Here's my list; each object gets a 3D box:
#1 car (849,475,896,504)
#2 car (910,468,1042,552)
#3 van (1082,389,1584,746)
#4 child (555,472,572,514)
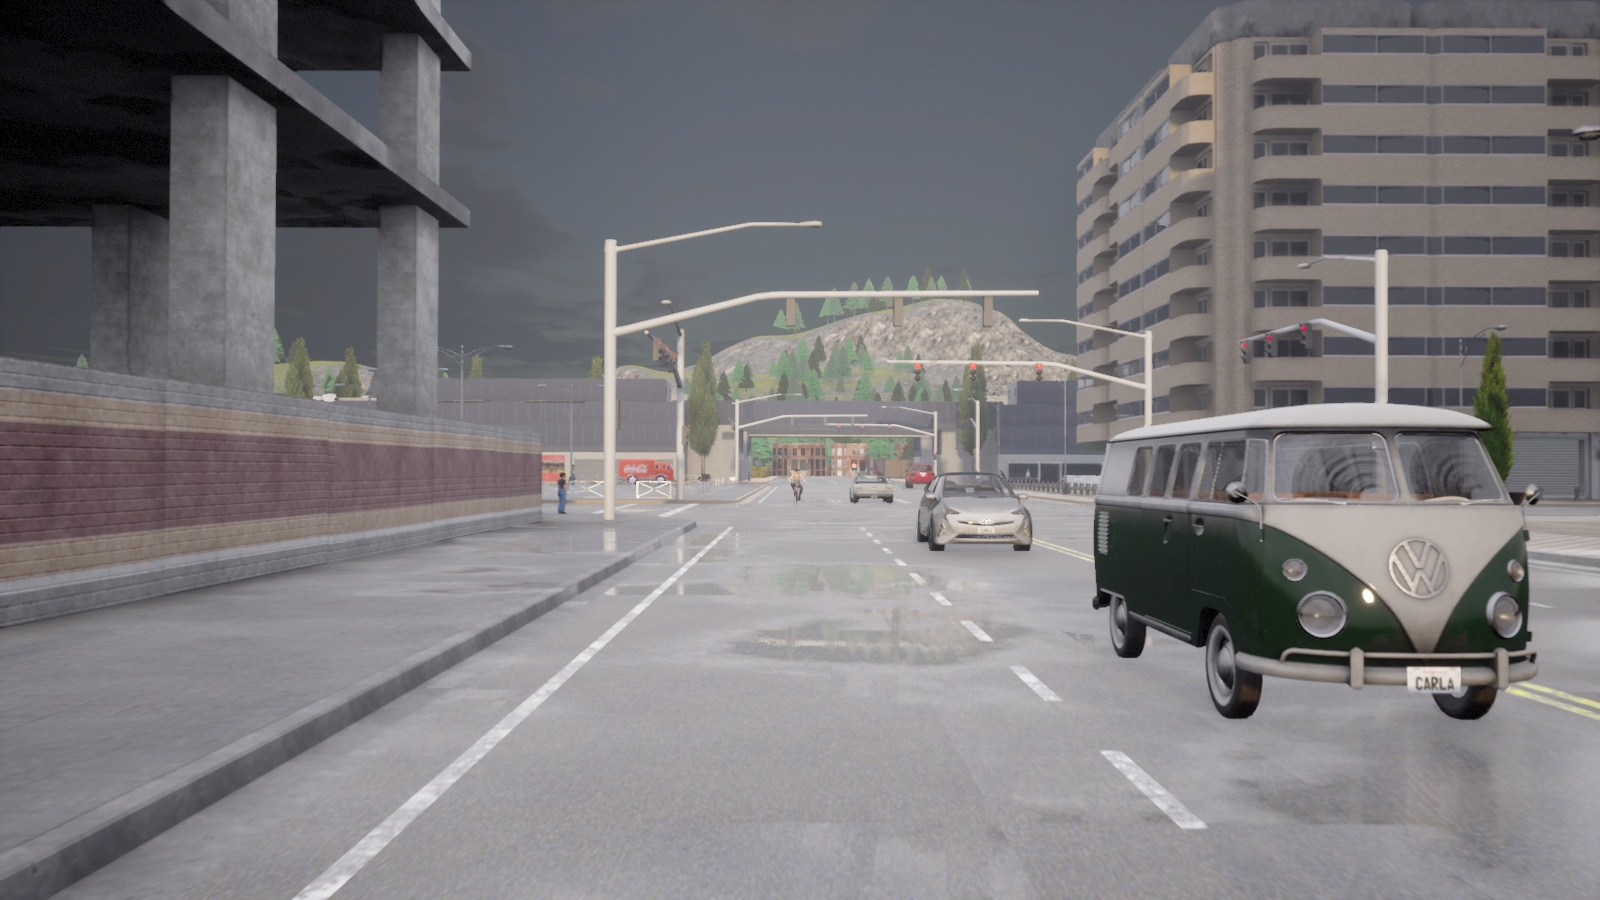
[{"bbox_3d":[3.377,1.826,59.475,1.895,1.301,4.718,0,-1,-1],"label":"car"},{"bbox_3d":[3.436,1.142,25.330,2.007,1.525,4.514,0,-1,0],"label":"car"},{"bbox_3d":[3.478,0.698,9.244,1.775,1.987,4.442,0,-1,0],"label":"van"},{"bbox_3d":[-7.175,1.313,38.056,0.437,1.263,0.270,0,-1,-36],"label":"child"}]
